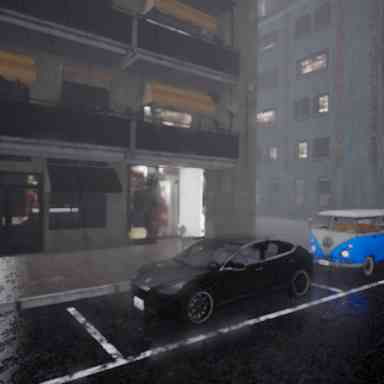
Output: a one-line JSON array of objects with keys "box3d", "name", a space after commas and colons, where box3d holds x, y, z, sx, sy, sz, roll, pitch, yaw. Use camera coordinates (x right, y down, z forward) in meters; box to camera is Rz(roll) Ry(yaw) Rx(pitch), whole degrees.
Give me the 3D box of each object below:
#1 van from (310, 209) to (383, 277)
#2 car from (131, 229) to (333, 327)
[{"box3d": [5.347, 1.435, 10.347, 3.998, 1.788, 1.690, 1, 0, -35], "name": "van"}, {"box3d": [0.843, 1.609, 7.146, 4.313, 1.339, 1.947, 1, 0, -35], "name": "car"}]
